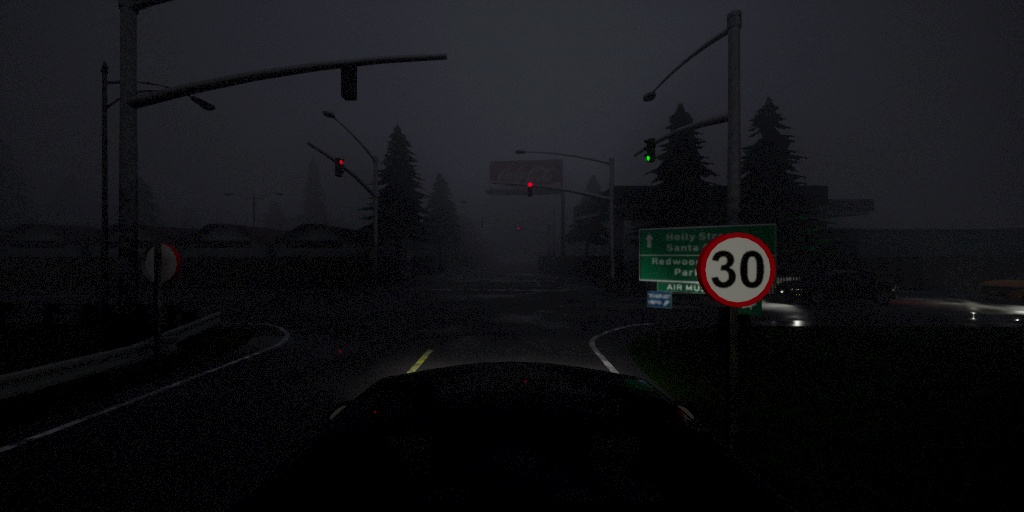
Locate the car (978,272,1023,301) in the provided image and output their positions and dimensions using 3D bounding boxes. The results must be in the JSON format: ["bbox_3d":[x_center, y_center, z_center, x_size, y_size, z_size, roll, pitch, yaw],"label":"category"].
[{"bbox_3d":[25.132,1.419,16.811,5.008,1.535,1.882,0,0,1],"label":"car"}]

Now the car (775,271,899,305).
[{"bbox_3d":[15.196,1.446,16.940,4.892,1.490,1.837,0,0,1],"label":"car"}]
